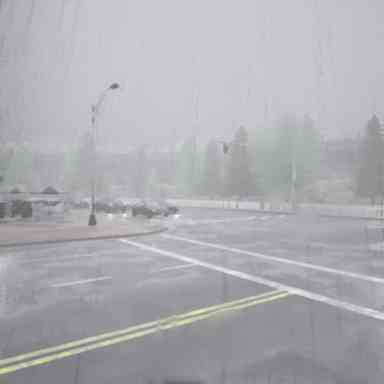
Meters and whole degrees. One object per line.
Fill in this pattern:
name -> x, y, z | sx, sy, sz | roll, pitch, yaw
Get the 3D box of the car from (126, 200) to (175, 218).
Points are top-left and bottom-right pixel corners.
car -> -3.788, 1.503, 29.627 | 1.812, 1.442, 4.674 | 0, 0, -36

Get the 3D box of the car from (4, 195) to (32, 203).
car -> -31.628, 1.317, 60.292 | 4.553, 1.767, 2.097 | 0, 0, 0

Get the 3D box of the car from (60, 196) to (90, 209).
car -> -15.696, 1.326, 44.388 | 4.553, 1.767, 2.097 | 0, 0, 37

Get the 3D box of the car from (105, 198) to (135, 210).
car -> -9.327, 1.510, 42.789 | 1.812, 1.442, 4.674 | 0, 0, -41

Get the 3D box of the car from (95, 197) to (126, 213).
car -> -8.963, 1.329, 36.682 | 2.097, 1.767, 4.553 | 0, 0, -37

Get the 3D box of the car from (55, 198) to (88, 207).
car -> -18.282, 1.578, 50.320 | 4.718, 1.301, 1.895 | 0, 0, 25

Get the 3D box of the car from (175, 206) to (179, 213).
car -> -3.450, 1.533, 35.209 | 2.033, 1.411, 5.357 | 0, 0, -35
